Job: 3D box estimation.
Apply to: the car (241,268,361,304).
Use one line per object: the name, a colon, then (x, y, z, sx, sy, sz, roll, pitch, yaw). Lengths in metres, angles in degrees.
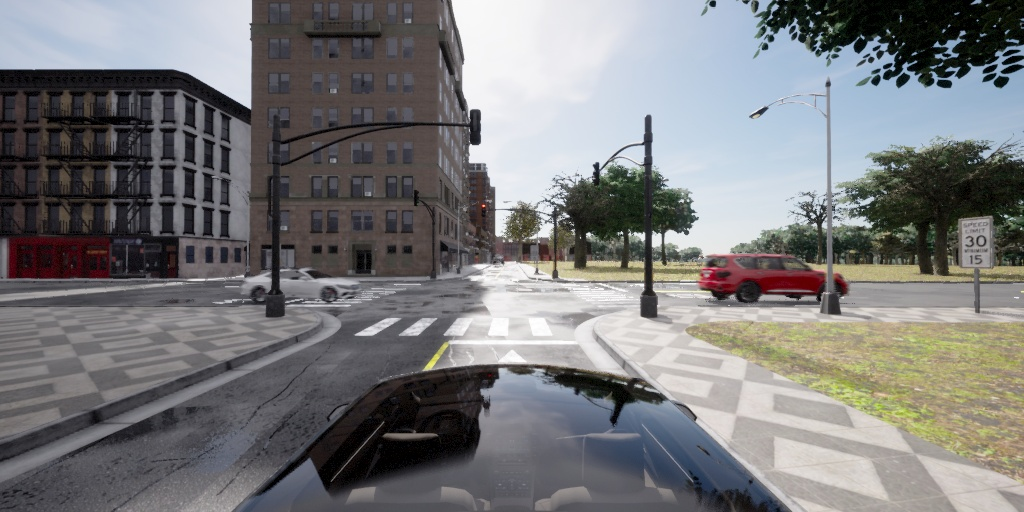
car: (-8.985, 1.242, 15.438, 4.674, 1.442, 1.812, 0, -1, 0)

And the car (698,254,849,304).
car: (11.059, 0.942, 15.437, 5.566, 2.045, 2.150, 0, -1, 0)
